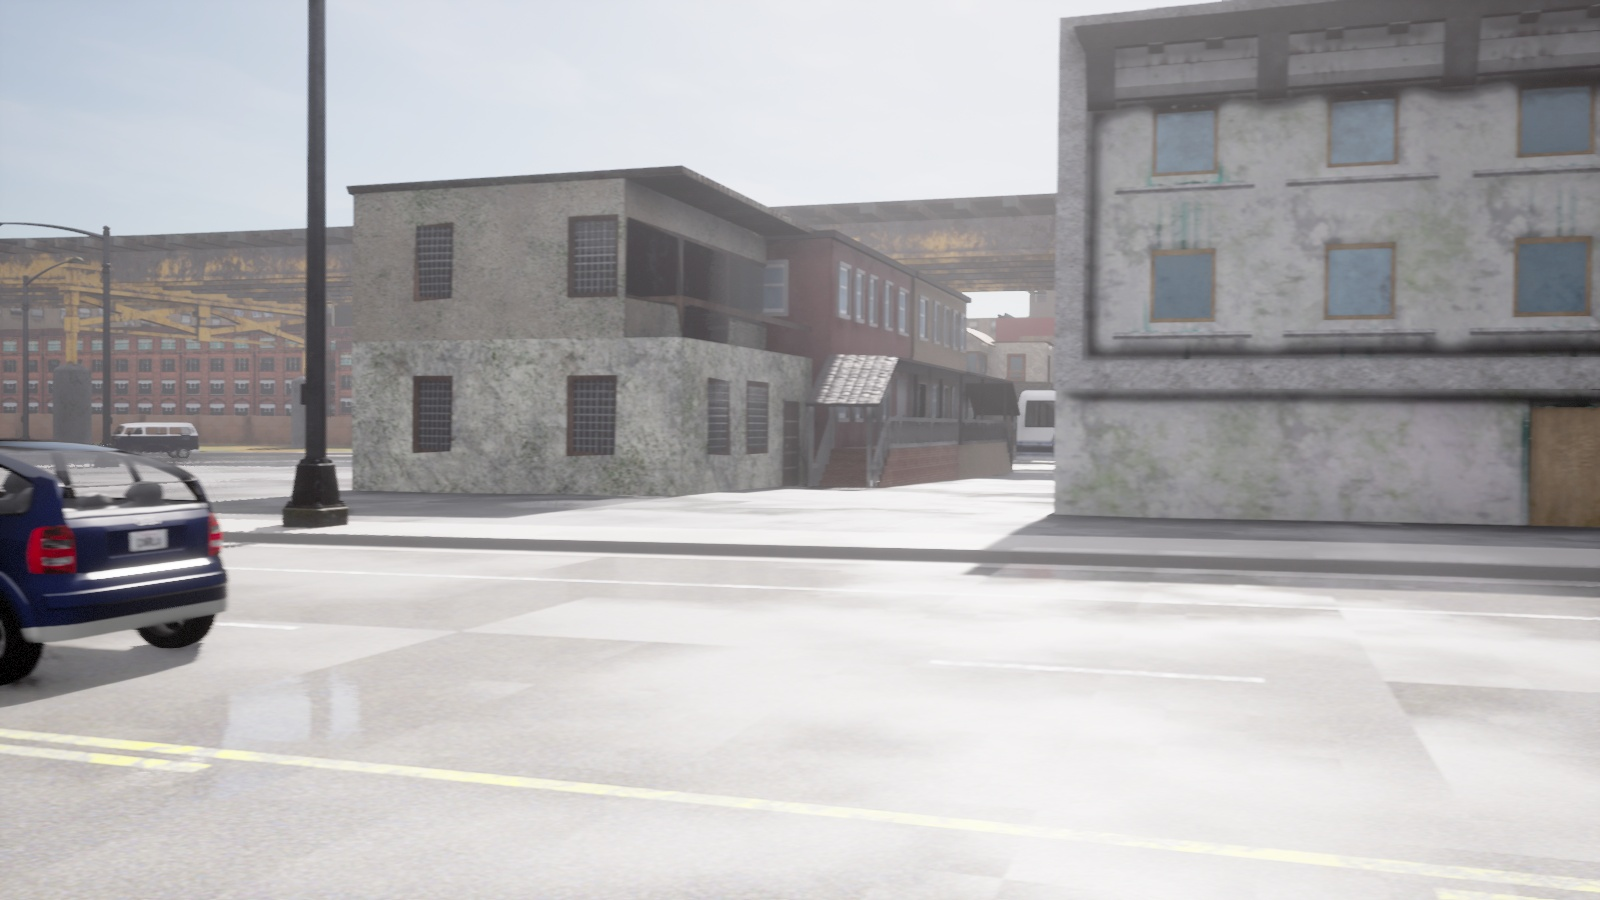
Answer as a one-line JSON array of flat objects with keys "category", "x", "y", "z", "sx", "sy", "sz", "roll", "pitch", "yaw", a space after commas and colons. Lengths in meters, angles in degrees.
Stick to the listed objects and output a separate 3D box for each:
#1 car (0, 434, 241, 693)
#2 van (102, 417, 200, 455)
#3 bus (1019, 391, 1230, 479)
[{"category": "car", "x": -6.146, "y": 0.660, "z": 8.954, "sx": 3.705, "sy": 1.549, "sz": 1.789, "roll": 0, "pitch": 1, "yaw": 19}, {"category": "van", "x": -36.204, "y": -0.786, "z": 70.120, "sx": 4.480, "sy": 2.038, "sz": 2.069, "roll": 0, "pitch": 1, "yaw": -44}, {"category": "bus", "x": 16.924, "y": -0.848, "z": 65.442, "sx": 10.273, "sy": 4.253, "sz": 3.944, "roll": 1, "pitch": 1, "yaw": 19}]
